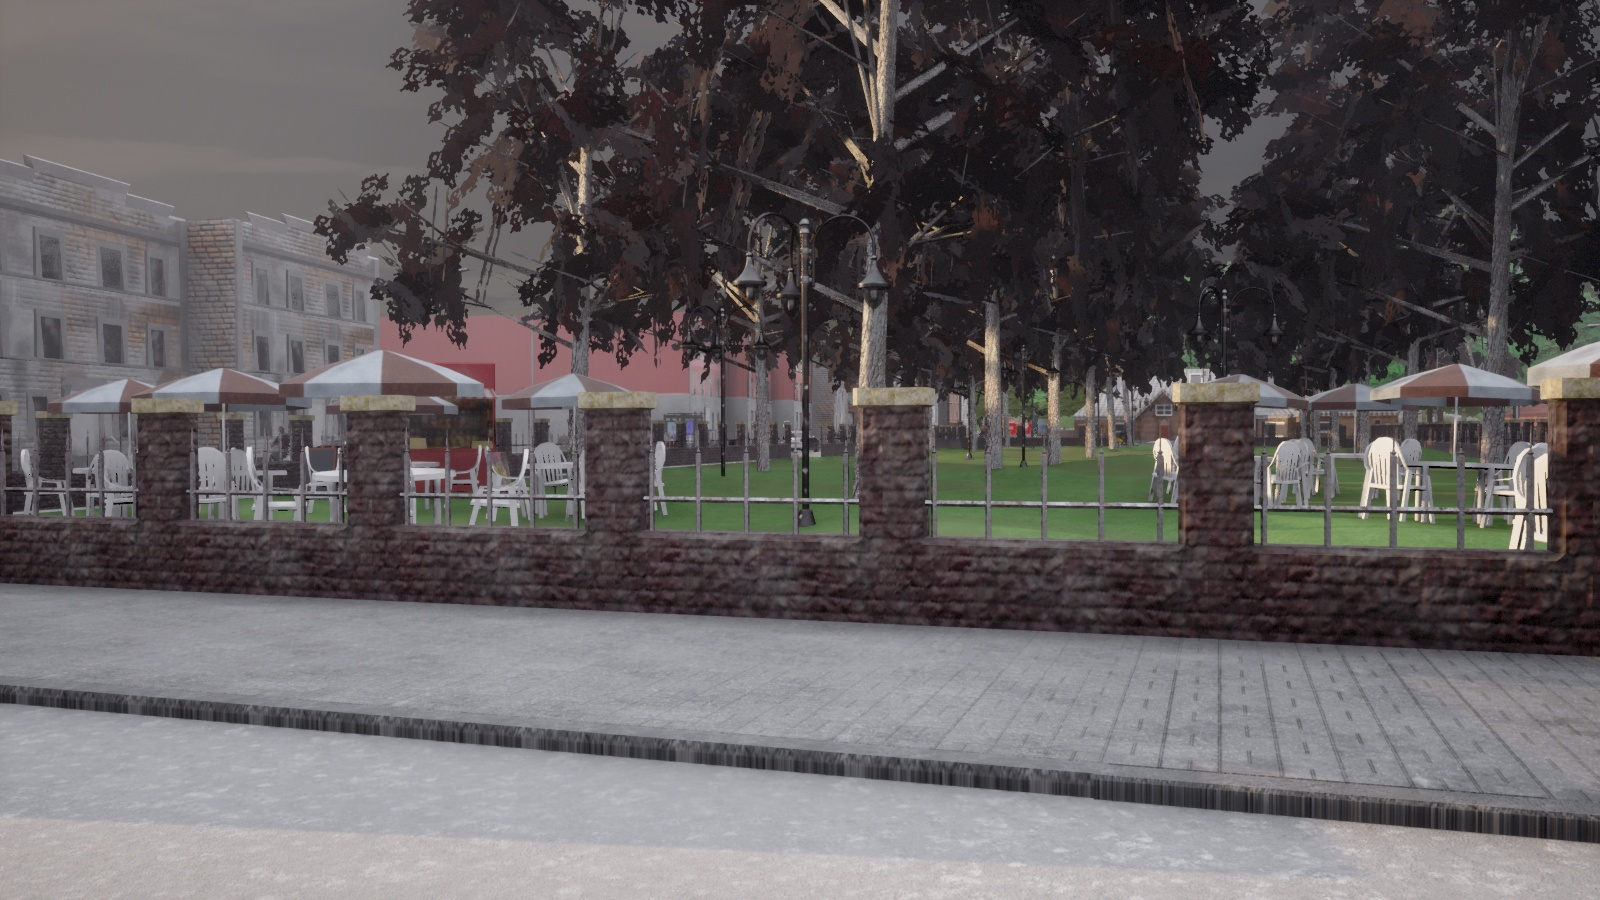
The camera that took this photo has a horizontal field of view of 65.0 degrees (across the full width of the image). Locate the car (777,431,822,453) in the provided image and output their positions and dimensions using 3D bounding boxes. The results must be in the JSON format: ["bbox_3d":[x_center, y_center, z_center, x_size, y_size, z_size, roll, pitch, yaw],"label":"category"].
[{"bbox_3d":[-0.002,-0.583,85.850,1.970,1.475,3.806,1,1,19],"label":"car"}]
